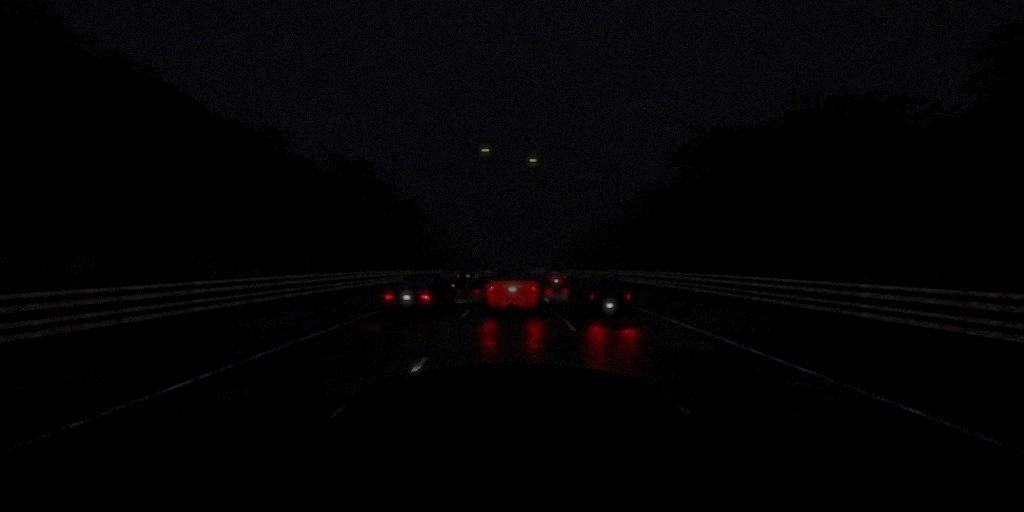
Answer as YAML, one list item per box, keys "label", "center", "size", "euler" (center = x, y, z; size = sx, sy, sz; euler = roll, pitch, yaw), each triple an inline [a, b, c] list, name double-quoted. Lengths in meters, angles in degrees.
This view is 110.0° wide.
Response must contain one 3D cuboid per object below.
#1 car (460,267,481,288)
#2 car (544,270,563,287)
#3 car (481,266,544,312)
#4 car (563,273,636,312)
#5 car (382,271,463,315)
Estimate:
- label: "car"
  center: [-3.446, 1.704, 30.330]
  size: [2.097, 1.767, 4.553]
  euler: [0, -2, 1]
- label: "car"
  center: [3.559, 1.893, 30.807]
  size: [1.812, 1.442, 4.674]
  euler: [0, -2, 1]
- label: "car"
  center: [0.036, 1.294, 15.294]
  size: [2.097, 1.767, 4.553]
  euler: [0, -1, 1]
- label: "car"
  center: [3.532, 1.540, 15.112]
  size: [1.895, 1.301, 4.718]
  euler: [0, -1, 1]
- label: "car"
  center: [-3.476, 1.474, 14.381]
  size: [2.033, 1.411, 5.357]
  euler: [0, -1, 0]
